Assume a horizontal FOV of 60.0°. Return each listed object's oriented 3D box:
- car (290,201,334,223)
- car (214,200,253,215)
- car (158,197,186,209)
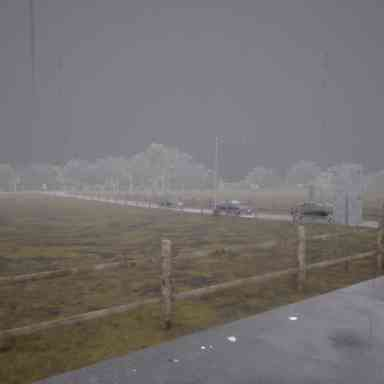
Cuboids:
[{"bbox_3d":[9.854,1.483,25.553,2.128,1.511,4.902,1,-1,-34],"label":"car"},{"bbox_3d":[4.081,1.514,33.669,1.812,1.442,4.674,1,-1,-36],"label":"car"},{"bbox_3d":[-2.657,1.372,43.073,2.128,1.511,4.902,1,0,-35],"label":"car"}]
